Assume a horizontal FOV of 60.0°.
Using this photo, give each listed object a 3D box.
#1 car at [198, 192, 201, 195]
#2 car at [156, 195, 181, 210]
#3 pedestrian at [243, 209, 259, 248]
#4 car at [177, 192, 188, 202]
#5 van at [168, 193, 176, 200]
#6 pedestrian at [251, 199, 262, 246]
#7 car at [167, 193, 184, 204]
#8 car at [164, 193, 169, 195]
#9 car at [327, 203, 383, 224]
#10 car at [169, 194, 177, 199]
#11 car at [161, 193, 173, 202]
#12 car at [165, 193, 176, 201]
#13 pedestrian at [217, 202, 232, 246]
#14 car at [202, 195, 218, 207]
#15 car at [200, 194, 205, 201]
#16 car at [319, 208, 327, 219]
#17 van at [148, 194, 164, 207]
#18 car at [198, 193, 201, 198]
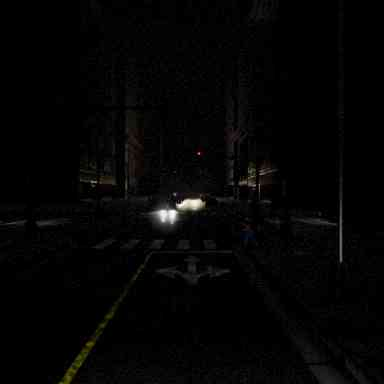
[{"bbox_3d":[3.187,1.404,95.281,1.802,1.307,4.206,0,0,0],"label":"car"},{"bbox_3d":[-2.919,1.450,42.623,2.128,1.511,4.902,0,0,1],"label":"car"},{"bbox_3d":[2.230,1.416,12.575,0.375,1.300,0.375,0,0,0],"label":"pedestrian"},{"bbox_3d":[-2.631,1.243,73.079,2.097,1.767,4.553,0,0,0],"label":"car"},{"bbox_3d":[-5.373,1.182,89.685,1.690,1.788,3.998,0,0,0],"label":"van"},{"bbox_3d":[2.529,1.134,13.204,0.375,1.860,0.375,0,0,0],"label":"pedestrian"},{"bbox_3d":[-2.801,1.409,57.616,1.882,1.535,5.008,0,0,1],"label":"car"},{"bbox_3d":[-5.523,1.349,67.090,1.967,1.590,4.097,0,0,0],"label":"car"},{"bbox_3d":[13.505,1.720,26.077,4.674,1.442,1.812,0,0,0],"label":"car"},{"bbox_3d":[-5.337,1.367,95.333,1.887,1.381,4.507,0,0,0],"label":"car"},{"bbox_3d":[-5.485,1.209,72.739,2.192,1.841,5.009,0,0,0],"label":"car"},{"bbox_3d":[-5.411,1.175,84.036,2.192,1.841,5.009,0,0,0],"label":"car"},{"bbox_3d":[1.350,1.288,13.805,0.375,1.860,0.375,0,0,0],"label":"pedestrian"},{"bbox_3d":[2.889,1.512,50.089,1.947,1.339,4.313,0,0,0],"label":"car"},{"bbox_3d":[3.001,1.491,67.036,1.802,1.307,4.206,0,0,0],"label":"car"},{"bbox_3d":[13.731,1.710,29.343,4.892,1.490,1.837,0,0,0],"label":"car"},{"bbox_3d":[-5.635,1.287,50.144,1.690,1.788,3.998,0,0,0],"label":"van"},{"bbox_3d":[3.076,1.423,78.334,1.887,1.381,4.507,0,0,0],"label":"car"}]
